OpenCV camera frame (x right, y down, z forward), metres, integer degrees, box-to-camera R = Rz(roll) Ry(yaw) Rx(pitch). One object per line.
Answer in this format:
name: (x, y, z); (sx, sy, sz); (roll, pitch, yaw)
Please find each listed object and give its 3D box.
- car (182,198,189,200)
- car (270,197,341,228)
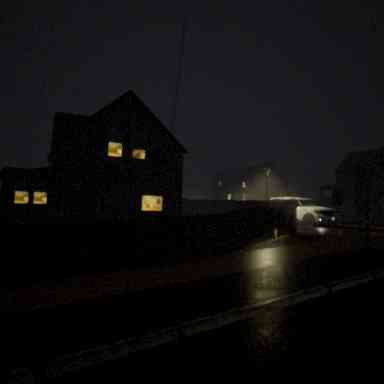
car: (-1.386, 1.742, 42.526); (2.150, 2.045, 5.566); (3, -2, -21)
car: (7.620, 1.388, 23.482); (2.150, 2.045, 5.566); (3, -2, -29)
